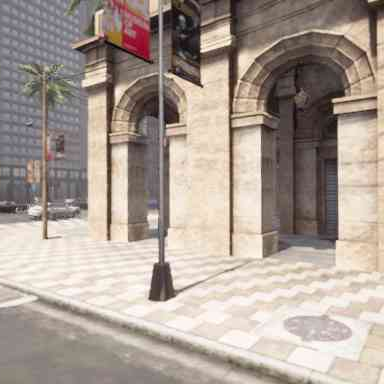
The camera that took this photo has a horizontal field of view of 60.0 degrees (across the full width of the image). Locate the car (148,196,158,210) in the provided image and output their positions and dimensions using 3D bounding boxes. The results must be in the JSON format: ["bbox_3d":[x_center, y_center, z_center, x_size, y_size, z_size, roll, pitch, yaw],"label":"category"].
[{"bbox_3d":[-4.797,1.680,47.053,1.812,1.442,4.674,0,0,36],"label":"car"}]

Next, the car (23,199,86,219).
[{"bbox_3d":[-12.445,1.663,30.386,1.812,1.442,4.674,0,0,36],"label":"car"}]

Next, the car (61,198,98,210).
[{"bbox_3d":[-16.357,1.719,48.597,2.161,1.482,4.786,0,0,35],"label":"car"}]

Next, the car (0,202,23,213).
[{"bbox_3d":[-20.957,1.792,36.877,1.895,1.301,4.718,0,0,36],"label":"car"}]

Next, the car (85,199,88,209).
[{"bbox_3d":[-14.905,1.696,45.315,1.837,1.490,4.892,0,0,36],"label":"car"}]
